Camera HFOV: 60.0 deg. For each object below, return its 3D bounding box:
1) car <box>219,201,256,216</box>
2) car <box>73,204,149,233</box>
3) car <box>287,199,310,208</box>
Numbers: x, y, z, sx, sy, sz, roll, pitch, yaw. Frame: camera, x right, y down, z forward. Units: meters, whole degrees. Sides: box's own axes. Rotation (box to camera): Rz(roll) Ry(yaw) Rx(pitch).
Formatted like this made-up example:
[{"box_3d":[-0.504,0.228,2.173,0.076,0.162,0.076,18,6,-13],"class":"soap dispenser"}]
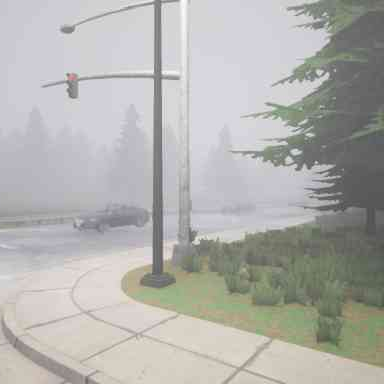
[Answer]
[{"box_3d":[4.534,1.574,32.773,1.895,1.301,4.718,0,0,35],"class":"car"},{"box_3d":[-4.613,1.465,19.546,2.128,1.511,4.902,0,0,35],"class":"car"},{"box_3d":[15.157,1.639,47.345,1.895,1.301,4.718,0,0,37],"class":"car"}]
